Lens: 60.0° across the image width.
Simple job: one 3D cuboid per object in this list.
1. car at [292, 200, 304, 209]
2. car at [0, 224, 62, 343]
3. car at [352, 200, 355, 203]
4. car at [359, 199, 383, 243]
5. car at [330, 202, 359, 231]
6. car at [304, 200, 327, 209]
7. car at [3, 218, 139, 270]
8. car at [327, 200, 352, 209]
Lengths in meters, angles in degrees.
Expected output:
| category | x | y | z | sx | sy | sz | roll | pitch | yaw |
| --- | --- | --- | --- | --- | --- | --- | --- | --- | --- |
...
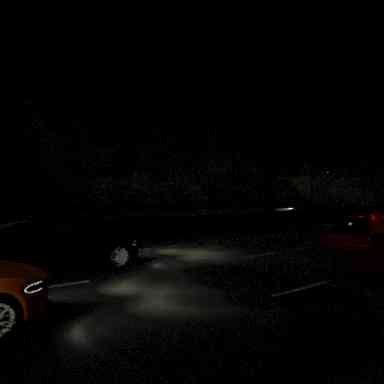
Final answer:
| category | x | y | z | sx | sy | sz | roll | pitch | yaw |
| --- | --- | --- | --- | --- | --- | --- | --- | --- | --- |
| car | 17.024 | 1.870 | 50.400 | 4.181 | 1.385 | 1.994 | 1 | 0 | -35 |
| car | -4.729 | 1.470 | 4.672 | 5.008 | 1.535 | 1.882 | 0 | 0 | -35 |
| car | 22.479 | 1.732 | 41.406 | 5.008 | 1.535 | 1.882 | 1 | -1 | -35 |
| car | 10.409 | 1.318 | 15.483 | 5.566 | 2.045 | 2.150 | 0 | 0 | -36 |
| car | 10.884 | 1.605 | 20.106 | 4.902 | 1.511 | 2.128 | 0 | 0 | -36 |
| car | 18.783 | 1.806 | 47.361 | 5.357 | 1.411 | 2.033 | 1 | -1 | -35 |
| car | -3.951 | 1.490 | 9.526 | 5.008 | 1.535 | 1.882 | 0 | 0 | -35 |
| car | 20.529 | 1.781 | 44.313 | 4.674 | 1.442 | 1.812 | 1 | -1 | -35 |
